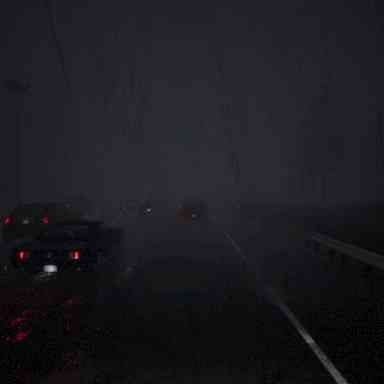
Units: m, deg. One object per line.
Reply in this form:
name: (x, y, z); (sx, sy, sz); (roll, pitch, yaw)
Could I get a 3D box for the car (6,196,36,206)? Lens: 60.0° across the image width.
car: (-24.552, 1.292, 48.053); (1.895, 1.301, 4.718); (0, 0, 0)

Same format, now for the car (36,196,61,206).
car: (-21.049, 1.249, 48.976); (1.994, 1.385, 4.181); (0, 0, 0)

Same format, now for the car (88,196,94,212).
car: (-10.387, 1.160, 29.775); (2.097, 1.767, 4.553); (0, 0, 0)

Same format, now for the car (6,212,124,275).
car: (-3.396, 1.534, 10.220); (1.895, 1.301, 4.718); (0, 0, 0)

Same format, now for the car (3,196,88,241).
car: (-6.893, 1.249, 15.923); (2.097, 1.767, 4.553); (0, 0, 0)

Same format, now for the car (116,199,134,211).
car: (-6.883, 1.366, 36.427); (1.895, 1.301, 4.718); (0, 0, 0)

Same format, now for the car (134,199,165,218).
car: (-3.387, 1.381, 28.215); (1.994, 1.385, 4.181); (0, 0, 0)

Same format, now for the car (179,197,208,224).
car: (0.110, 1.326, 23.311); (1.882, 1.535, 5.008); (0, 0, 0)
